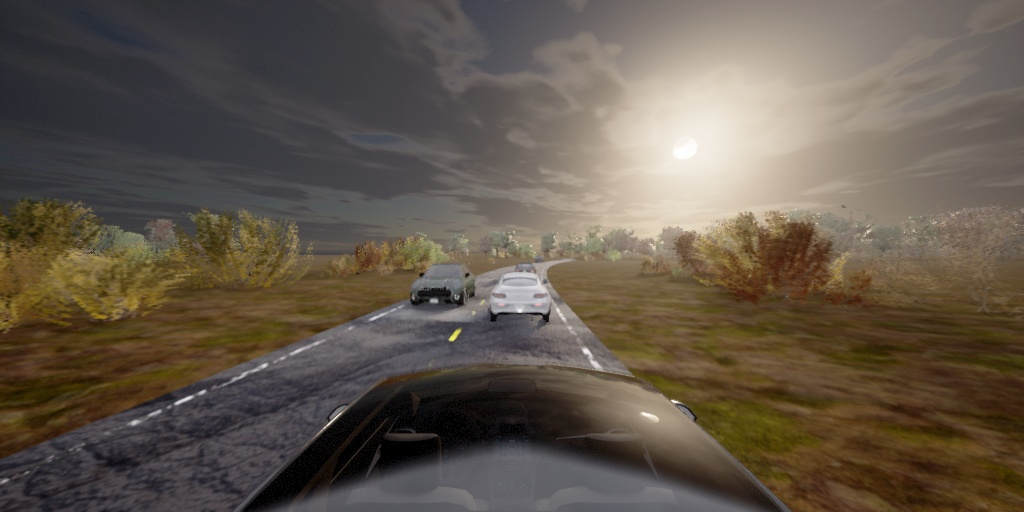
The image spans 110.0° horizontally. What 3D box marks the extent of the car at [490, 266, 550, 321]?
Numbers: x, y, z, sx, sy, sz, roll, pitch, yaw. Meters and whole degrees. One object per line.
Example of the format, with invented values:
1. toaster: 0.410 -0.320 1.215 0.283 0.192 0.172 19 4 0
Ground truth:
1. car: 0.274 1.256 12.263 1.812 1.442 4.674 0 0 1

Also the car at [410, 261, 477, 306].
1. car: -2.805 1.073 15.489 2.097 1.767 4.553 0 0 2

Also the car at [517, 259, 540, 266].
1. car: 1.160 1.244 30.550 2.033 1.411 5.357 0 0 4
